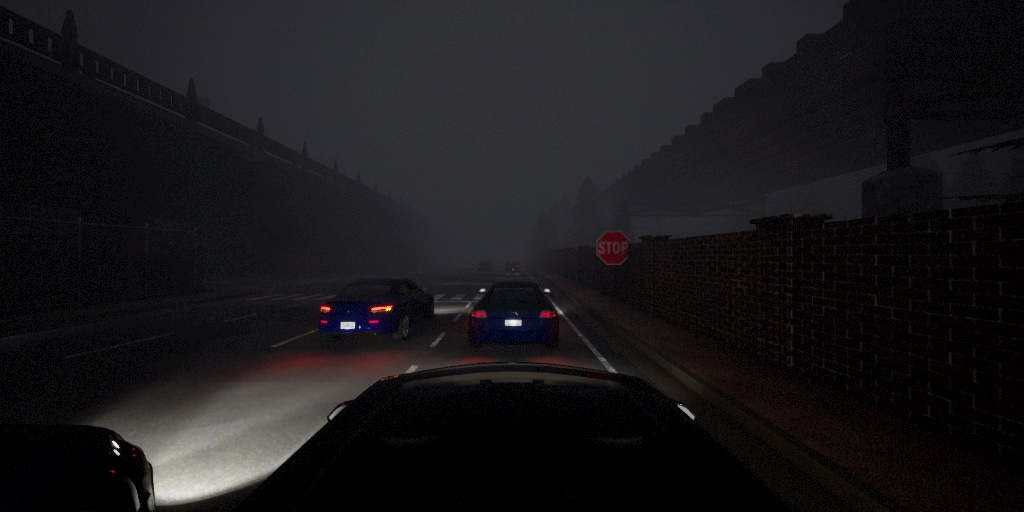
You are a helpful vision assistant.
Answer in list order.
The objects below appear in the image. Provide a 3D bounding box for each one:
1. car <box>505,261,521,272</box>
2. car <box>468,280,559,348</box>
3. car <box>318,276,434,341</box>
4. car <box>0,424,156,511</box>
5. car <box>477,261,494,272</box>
[{"bbox_3d":[0.099,1.351,46.036,1.895,1.301,4.718,0,0,-1],"label":"car"},{"bbox_3d":[0.069,1.314,9.218,1.994,1.385,4.181,0,0,1],"label":"car"},{"bbox_3d":[-3.412,1.276,9.740,1.812,1.442,4.674,0,0,0],"label":"car"},{"bbox_3d":[-3.398,1.314,0.644,1.994,1.385,4.181,0,0,0],"label":"car"},{"bbox_3d":[-3.395,1.297,45.873,2.033,1.411,5.357,0,0,-1],"label":"car"}]
